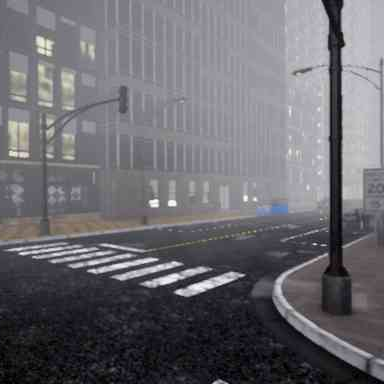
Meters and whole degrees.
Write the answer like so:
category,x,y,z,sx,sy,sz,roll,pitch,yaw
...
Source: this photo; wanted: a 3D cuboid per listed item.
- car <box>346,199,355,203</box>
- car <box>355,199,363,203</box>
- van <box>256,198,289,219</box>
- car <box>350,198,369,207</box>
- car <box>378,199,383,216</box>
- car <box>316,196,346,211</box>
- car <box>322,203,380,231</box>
category,x,y,z,sx,sy,sz,roll,pitch,yaw
car,21.253,1.717,47.313,1.887,1.381,4.507,-1,-1,39
car,24.632,1.723,51.480,1.752,1.417,4.829,-1,-1,39
van,7.304,1.418,30.126,1.690,1.788,3.998,-1,-1,39
car,28.225,1.771,55.910,1.887,1.381,4.507,-1,-1,39
car,20.394,1.559,33.798,1.967,1.590,4.097,-1,-1,39
car,17.765,1.462,43.017,2.192,1.841,5.009,-1,-1,39
car,10.021,1.602,20.832,2.008,1.369,4.403,-1,-1,39
